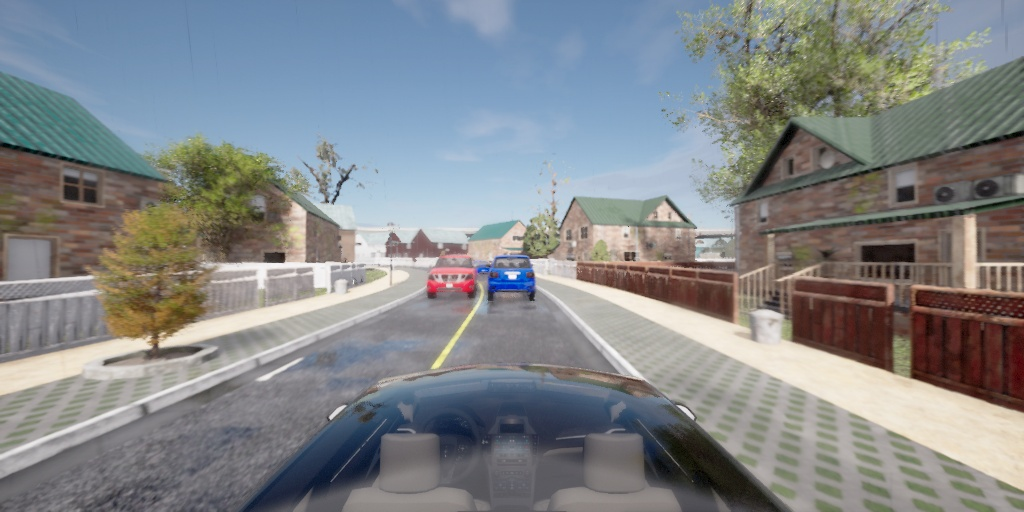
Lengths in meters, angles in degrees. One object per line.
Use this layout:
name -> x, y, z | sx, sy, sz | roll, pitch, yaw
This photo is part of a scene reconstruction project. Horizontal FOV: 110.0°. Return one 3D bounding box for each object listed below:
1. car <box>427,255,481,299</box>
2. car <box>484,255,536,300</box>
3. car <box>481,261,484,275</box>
car -> -2.903, 0.951, 18.434 | 2.150, 2.045, 5.566 | 0, 0, -4
car -> -0.120, 0.968, 17.721 | 2.150, 2.045, 5.566 | 0, 0, -3
car -> -3.363, 1.211, 36.024 | 1.882, 1.535, 5.008 | 0, 0, -16
